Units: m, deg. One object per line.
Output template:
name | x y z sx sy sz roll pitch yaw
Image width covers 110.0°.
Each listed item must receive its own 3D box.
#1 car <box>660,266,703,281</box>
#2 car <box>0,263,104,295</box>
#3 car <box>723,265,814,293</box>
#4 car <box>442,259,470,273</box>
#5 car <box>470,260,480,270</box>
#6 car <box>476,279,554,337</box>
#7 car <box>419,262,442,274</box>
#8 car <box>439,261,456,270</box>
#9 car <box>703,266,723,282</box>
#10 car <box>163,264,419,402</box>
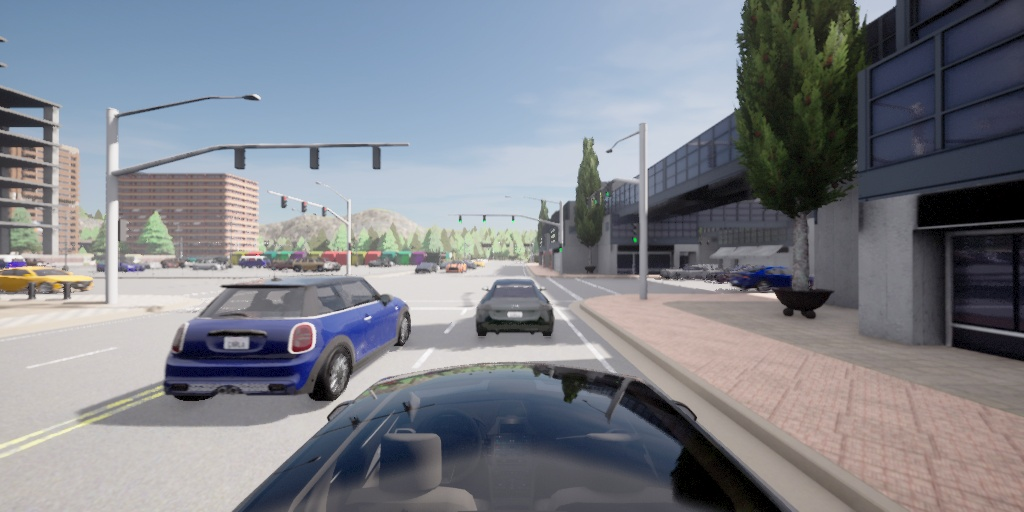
car | 15.647 1.493 31.610 4.718 1.301 1.895 0 0 0
car | -26.784 1.364 20.253 5.008 1.535 1.882 1 0 0
car | 15.582 1.353 21.047 5.008 1.535 1.882 0 0 0
car | -7.198 1.315 46.594 2.097 1.767 4.553 0 0 1
car | -6.920 1.582 58.129 1.994 1.385 4.181 0 0 2
car | 0.065 1.356 10.465 1.994 1.385 4.181 0 0 0
car | -10.728 1.505 45.346 2.033 1.411 5.357 0 0 1
car | -10.426 1.542 57.957 1.812 1.442 4.674 0 0 2
car | 18.416 1.423 28.100 5.357 1.411 2.033 0 0 0
car | -3.438 1.124 6.614 2.097 1.767 4.553 0 0 0
